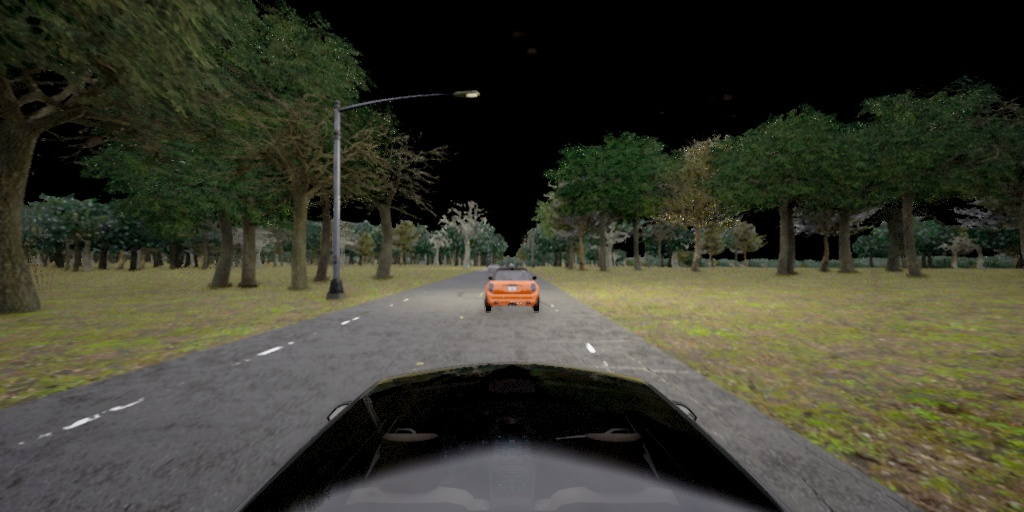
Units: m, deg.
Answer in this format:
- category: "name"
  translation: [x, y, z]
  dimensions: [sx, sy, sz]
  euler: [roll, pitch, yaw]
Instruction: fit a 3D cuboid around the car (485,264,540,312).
- category: "car"
  translation: [0.023, 1.251, 15.308]
  dimensions: [2.097, 1.767, 4.553]
  euler: [0, -1, 0]
